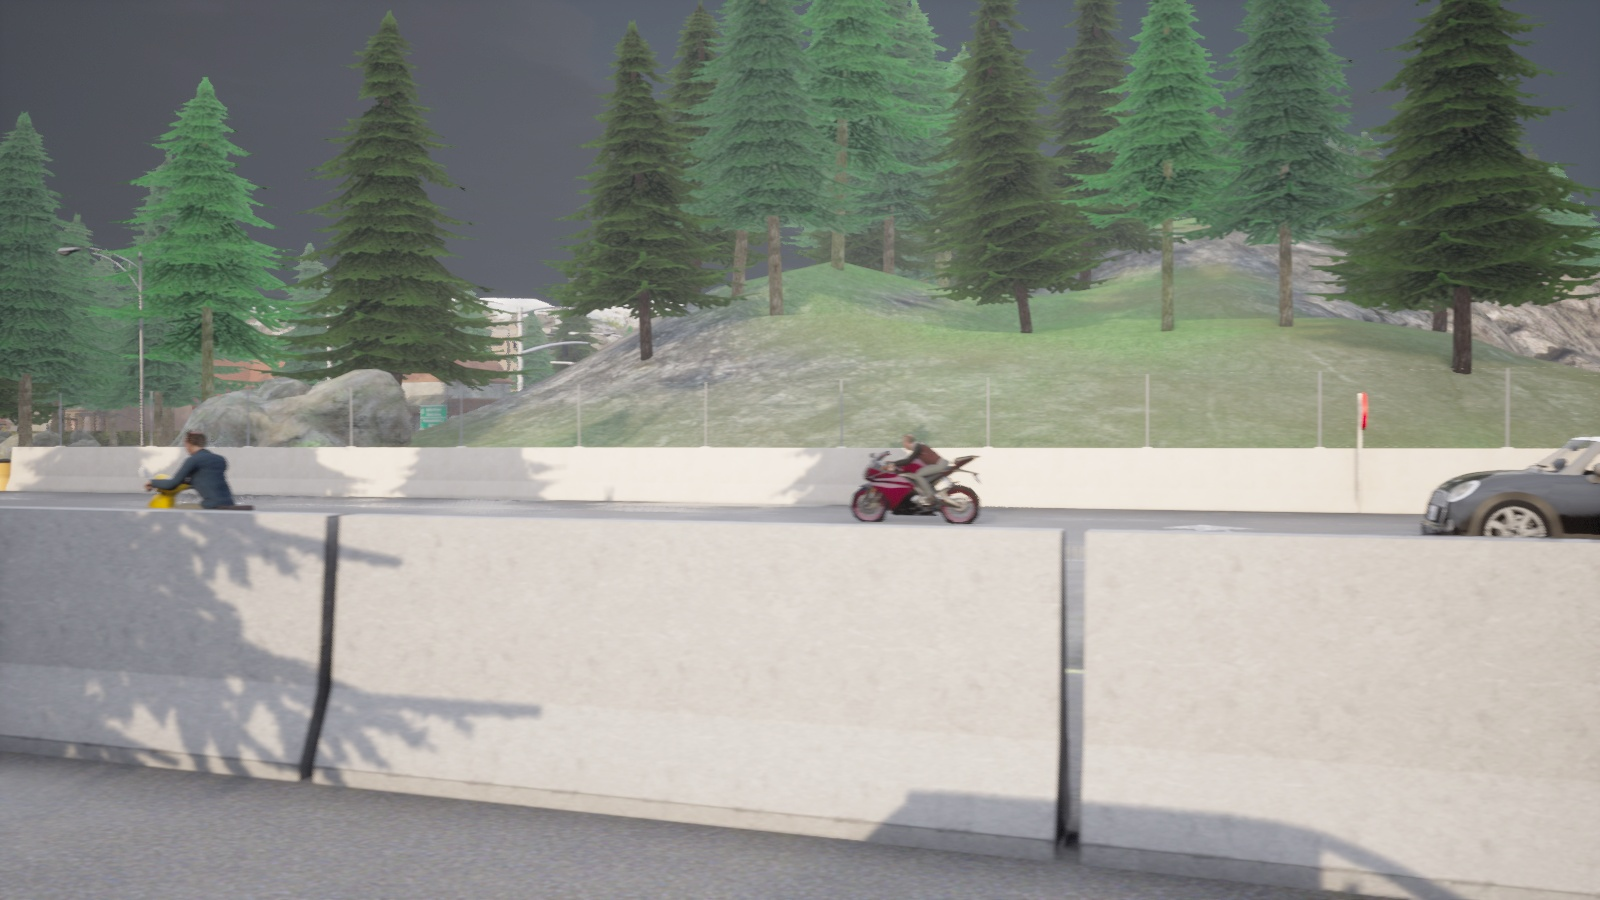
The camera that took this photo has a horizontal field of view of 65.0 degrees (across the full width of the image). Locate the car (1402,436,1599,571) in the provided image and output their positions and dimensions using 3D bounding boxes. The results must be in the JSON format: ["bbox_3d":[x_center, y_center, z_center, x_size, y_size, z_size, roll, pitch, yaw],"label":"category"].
[{"bbox_3d":[9.337,0.590,14.821,3.806,1.475,1.970,1,1,19],"label":"car"}]

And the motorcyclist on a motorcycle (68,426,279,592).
[{"bbox_3d":[-6.332,0.553,12.708,1.817,1.590,0.866,0,1,19],"label":"motorcyclist on a motorcycle"}]

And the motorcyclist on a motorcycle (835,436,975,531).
[{"bbox_3d":[1.762,0.531,21.063,2.191,1.530,0.866,1,1,19],"label":"motorcyclist on a motorcycle"}]
